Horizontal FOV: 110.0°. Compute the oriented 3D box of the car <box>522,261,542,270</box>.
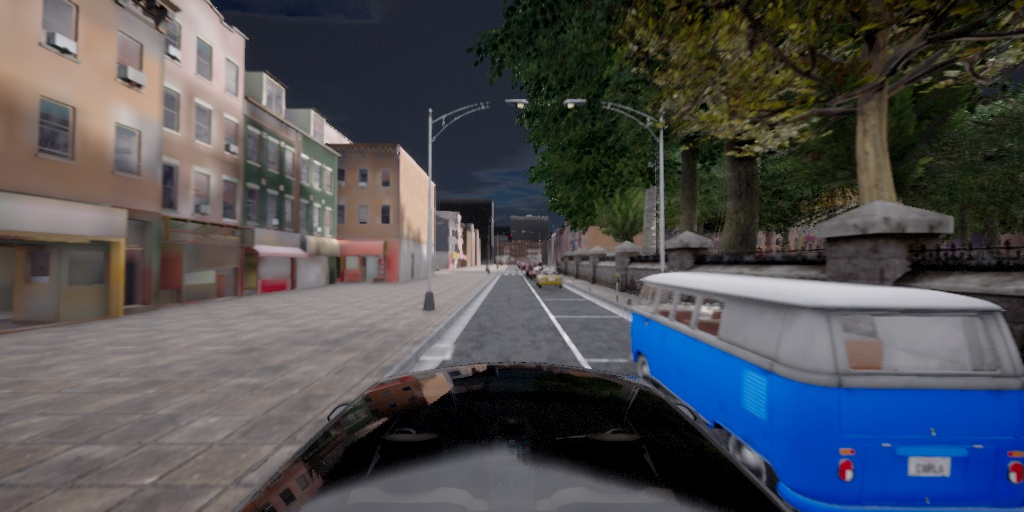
[{"bbox_3d":[2.629,1.497,42.258,2.192,1.841,5.009,0,0,0],"label":"car"}]

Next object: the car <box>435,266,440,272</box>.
[{"bbox_3d":[-12.928,1.815,53.931,4.181,1.385,1.994,0,-1,0],"label":"car"}]

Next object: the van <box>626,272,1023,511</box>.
[{"bbox_3d":[2.638,1.115,4.116,1.690,1.789,3.998,0,0,0],"label":"van"}]

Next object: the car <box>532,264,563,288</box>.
[{"bbox_3d":[2.633,1.523,26.082,1.751,1.417,4.829,0,0,0],"label":"car"}]

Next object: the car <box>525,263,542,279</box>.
[{"bbox_3d":[2.630,1.701,36.810,1.802,1.307,4.207,0,0,0],"label":"car"}]
